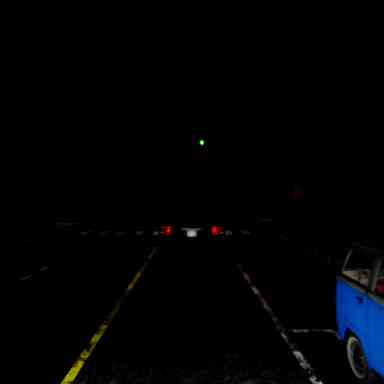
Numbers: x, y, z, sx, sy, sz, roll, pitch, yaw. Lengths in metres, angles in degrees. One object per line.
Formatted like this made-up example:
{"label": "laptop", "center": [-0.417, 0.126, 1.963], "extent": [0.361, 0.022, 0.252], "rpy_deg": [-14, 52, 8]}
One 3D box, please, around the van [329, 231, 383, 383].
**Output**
{"label": "van", "center": [2.676, 1.367, 2.875], "extent": [1.690, 1.788, 3.998], "rpy_deg": [-1, 0, 0]}

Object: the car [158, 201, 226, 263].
{"label": "car", "center": [0.006, 1.334, 12.554], "extent": [2.150, 2.045, 5.566], "rpy_deg": [0, 0, 0]}
